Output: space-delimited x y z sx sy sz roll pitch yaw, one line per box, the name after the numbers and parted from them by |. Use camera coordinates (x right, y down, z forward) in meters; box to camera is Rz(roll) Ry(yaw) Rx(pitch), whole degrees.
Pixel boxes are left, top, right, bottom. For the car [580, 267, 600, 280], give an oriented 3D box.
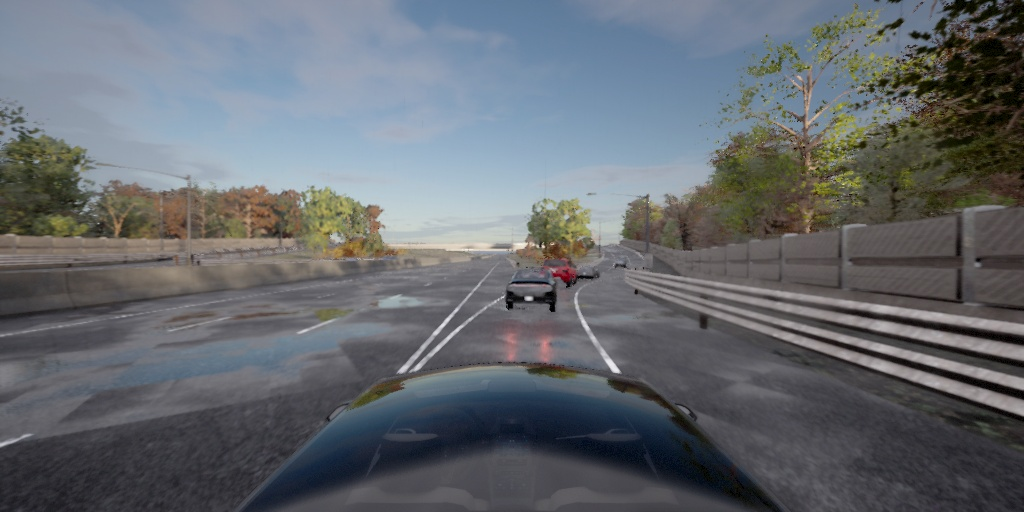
8.536 1.914 40.045 1.994 1.385 4.181 0 -1 24 | car

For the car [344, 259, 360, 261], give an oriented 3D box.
-22.104 1.146 49.183 1.882 1.535 5.008 0 0 -1 | car

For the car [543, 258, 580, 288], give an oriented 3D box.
3.593 1.250 27.071 2.150 2.045 5.566 0 -2 16 | car

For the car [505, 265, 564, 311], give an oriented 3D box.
0.930 1.259 14.633 2.128 1.511 4.902 0 -1 8 | car
